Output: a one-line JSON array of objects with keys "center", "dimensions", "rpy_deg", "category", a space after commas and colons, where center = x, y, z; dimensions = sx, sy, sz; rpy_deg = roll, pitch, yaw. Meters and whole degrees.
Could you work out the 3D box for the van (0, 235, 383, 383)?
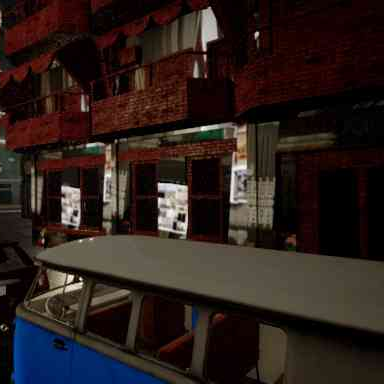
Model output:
[{"center": [0.183, 1.341, 2.604], "dimensions": [3.998, 1.788, 1.690], "rpy_deg": [0, -1, 36], "category": "van"}]
